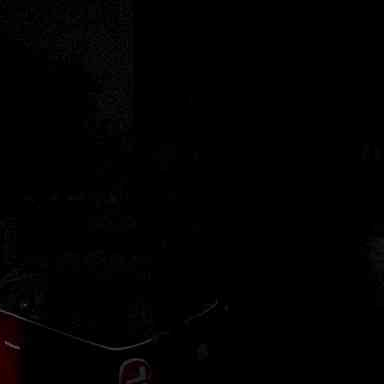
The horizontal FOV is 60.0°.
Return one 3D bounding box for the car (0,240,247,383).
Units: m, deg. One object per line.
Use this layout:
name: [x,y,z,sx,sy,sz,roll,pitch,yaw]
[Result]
car: [-1.519,1.440,4.027,4.097,1.590,1.967,0,0,35]
